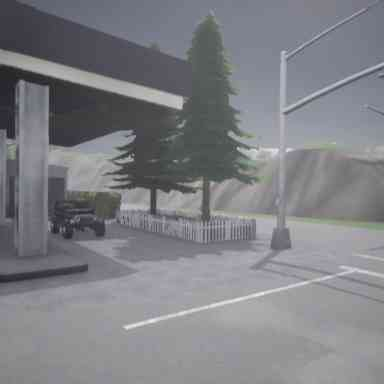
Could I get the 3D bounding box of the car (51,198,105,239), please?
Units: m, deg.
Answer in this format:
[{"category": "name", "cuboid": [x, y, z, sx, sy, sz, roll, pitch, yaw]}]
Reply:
[{"category": "car", "cuboid": [-5.995, 1.279, 17.206, 1.905, 1.878, 3.866, 1, 0, -36]}]
